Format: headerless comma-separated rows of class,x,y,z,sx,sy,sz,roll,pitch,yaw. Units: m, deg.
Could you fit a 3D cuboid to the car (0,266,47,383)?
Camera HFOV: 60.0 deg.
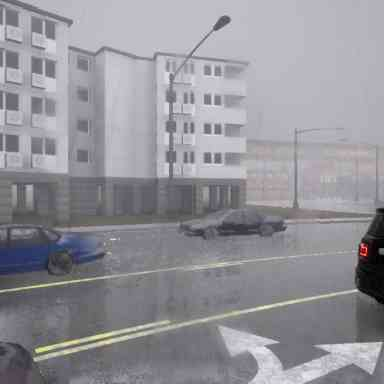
car,-3.318,1.547,1.238,5.357,1.411,2.033,0,0,-37

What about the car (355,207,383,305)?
car,5.697,1.221,6.288,5.566,2.045,2.150,0,0,-23

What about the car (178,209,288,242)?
car,2.061,1.547,16.406,5.357,1.411,2.033,0,0,-21

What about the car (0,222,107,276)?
car,-5.096,1.548,8.872,5.357,1.411,2.033,0,0,-33
